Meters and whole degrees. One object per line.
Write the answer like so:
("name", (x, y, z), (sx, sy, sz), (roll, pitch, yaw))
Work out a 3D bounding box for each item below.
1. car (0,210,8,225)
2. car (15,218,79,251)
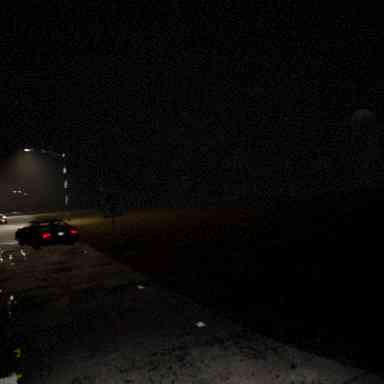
("car", (-22.840, 2.953, 38.961), (2.097, 1.767, 4.553), (-4, 0, -29))
("car", (-7.597, 2.079, 17.187), (2.033, 1.411, 5.357), (-4, 0, -40))
